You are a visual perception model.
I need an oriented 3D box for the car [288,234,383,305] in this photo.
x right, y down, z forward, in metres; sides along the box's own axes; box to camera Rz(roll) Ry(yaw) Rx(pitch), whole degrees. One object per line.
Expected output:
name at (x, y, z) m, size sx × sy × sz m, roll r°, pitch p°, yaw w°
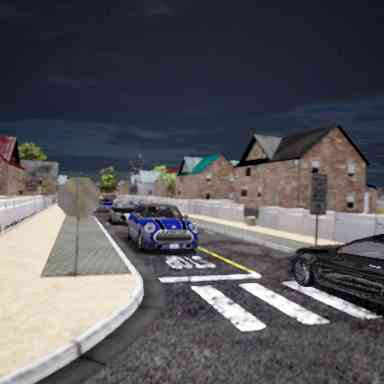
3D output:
car at (4.121, 1.596, 6.937) m, size 1.812 × 1.442 × 4.674 m, roll 1°, pitch 0°, yaw -27°

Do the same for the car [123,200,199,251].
car at (-1.311, 1.262, 13.510) m, size 2.097 × 1.767 × 4.553 m, roll 3°, pitch -1°, yaw -19°

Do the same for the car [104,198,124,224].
car at (-4.683, 1.384, 23.166) m, size 2.128 × 1.511 × 4.902 m, roll 3°, pitch -1°, yaw -19°

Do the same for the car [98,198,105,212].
car at (-9.222, 1.399, 36.234) m, size 1.812 × 1.442 × 4.674 m, roll 3°, pitch -1°, yaw -19°

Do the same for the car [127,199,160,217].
car at (-4.786, 1.500, 32.111) m, size 2.128 × 1.511 × 4.902 m, roll 3°, pitch -1°, yaw -19°
